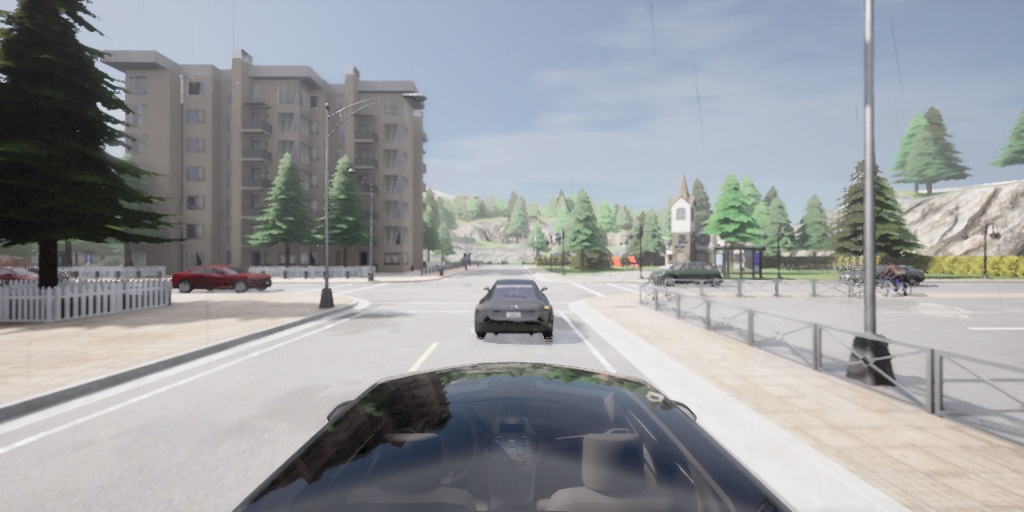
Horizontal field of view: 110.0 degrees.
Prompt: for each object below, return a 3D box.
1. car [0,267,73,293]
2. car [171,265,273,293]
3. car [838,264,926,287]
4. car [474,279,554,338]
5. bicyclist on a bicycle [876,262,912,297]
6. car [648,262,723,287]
[{"bbox_3d":[-28.270,1.346,20.626,4.674,1.442,1.812,0,0,0],"label":"car"},{"bbox_3d":[-16.652,1.299,20.738,5.008,1.535,1.882,0,0,-1],"label":"car"},{"bbox_3d":[25.541,1.325,24.870,4.902,1.511,2.128,0,0,-1],"label":"car"},{"bbox_3d":[0.090,1.340,10.333,1.994,1.385,4.181,0,0,1],"label":"car"},{"bbox_3d":[18.388,1.112,17.318,0.582,1.620,1.656,0,0,-1],"label":"bicyclist on a bicycle"},{"bbox_3d":[11.841,1.186,24.733,4.553,1.767,2.097,0,0,-1],"label":"car"}]
